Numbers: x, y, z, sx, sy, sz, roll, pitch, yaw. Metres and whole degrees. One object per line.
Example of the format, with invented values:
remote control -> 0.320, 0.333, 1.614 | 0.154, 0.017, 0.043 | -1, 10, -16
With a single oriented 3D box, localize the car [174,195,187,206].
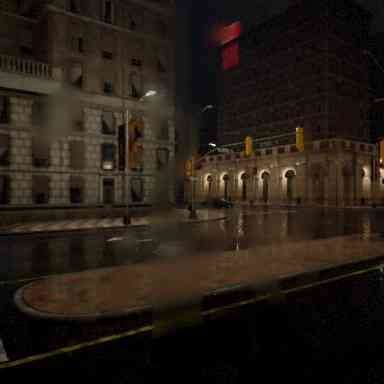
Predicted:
car -> -2.662, 1.526, 55.644 | 1.812, 1.442, 4.674 | 0, 0, -35

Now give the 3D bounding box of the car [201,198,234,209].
car -> 3.485, 1.547, 46.956 | 2.033, 1.411, 5.357 | 0, 0, -36
